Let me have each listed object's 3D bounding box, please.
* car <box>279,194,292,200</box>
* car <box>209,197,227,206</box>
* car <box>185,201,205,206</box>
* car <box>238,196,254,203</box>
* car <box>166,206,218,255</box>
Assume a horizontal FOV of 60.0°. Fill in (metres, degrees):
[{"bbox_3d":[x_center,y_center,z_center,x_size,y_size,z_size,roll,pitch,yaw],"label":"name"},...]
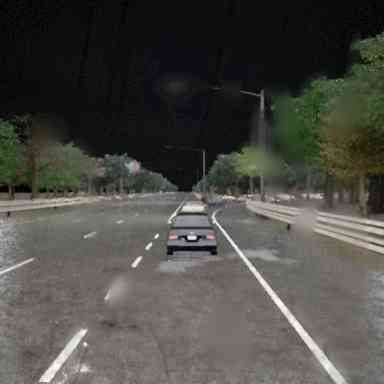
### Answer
[{"bbox_3d":[23.231,1.252,83.007,1.812,1.442,4.674,0,0,45],"label":"car"},{"bbox_3d":[3.972,1.412,50.077,2.033,1.411,5.357,0,0,18],"label":"car"},{"bbox_3d":[0.277,1.518,30.626,1.895,1.301,4.718,0,0,4],"label":"car"},{"bbox_3d":[10.771,1.413,65.939,1.895,1.301,4.718,0,0,29],"label":"car"},{"bbox_3d":[0.000,1.512,13.171,2.033,1.411,5.357,0,0,0],"label":"car"}]
